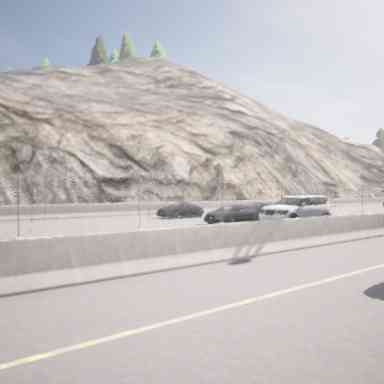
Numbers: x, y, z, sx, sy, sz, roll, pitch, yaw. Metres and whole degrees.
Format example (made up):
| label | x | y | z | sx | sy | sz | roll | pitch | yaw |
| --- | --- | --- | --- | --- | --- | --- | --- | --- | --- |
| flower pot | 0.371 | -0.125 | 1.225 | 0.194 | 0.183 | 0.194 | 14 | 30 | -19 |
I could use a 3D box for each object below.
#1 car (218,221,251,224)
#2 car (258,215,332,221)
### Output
| label | x | y | z | sx | sy | sz | roll | pitch | yaw |
| --- | --- | --- | --- | --- | --- | --- | --- | --- | --- |
| car | 2.876 | 1.567 | 23.247 | 4.181 | 1.385 | 1.994 | 0 | 0 | -36 |
| car | 6.904 | 1.226 | 21.822 | 5.566 | 2.045 | 2.150 | 0 | 0 | -36 |
